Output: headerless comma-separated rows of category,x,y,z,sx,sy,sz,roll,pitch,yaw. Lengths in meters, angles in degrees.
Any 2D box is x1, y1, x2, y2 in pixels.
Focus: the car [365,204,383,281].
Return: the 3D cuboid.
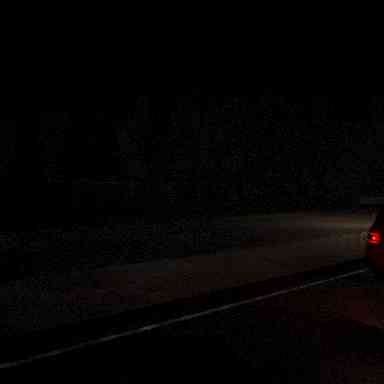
car,6.656,1.222,8.494,5.566,2.045,2.150,0,0,-36
